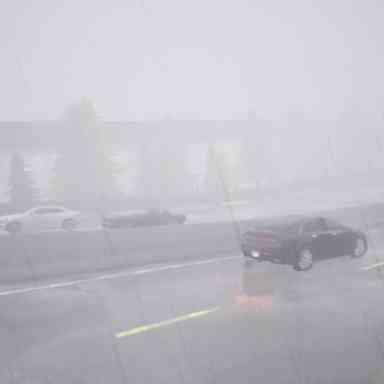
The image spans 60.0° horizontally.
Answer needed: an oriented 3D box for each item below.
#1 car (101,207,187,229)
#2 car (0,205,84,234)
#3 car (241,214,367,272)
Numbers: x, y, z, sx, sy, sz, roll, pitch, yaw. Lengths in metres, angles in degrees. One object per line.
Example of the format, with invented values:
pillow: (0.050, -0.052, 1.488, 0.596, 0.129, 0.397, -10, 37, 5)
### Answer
car: (-2.735, 1.562, 19.194, 4.718, 1.301, 1.895, -1, 0, -35)
car: (-8.695, 1.512, 19.267, 4.674, 1.442, 1.812, 0, 0, -35)
car: (3.745, 1.464, 10.717, 4.892, 1.490, 1.837, -1, 0, -36)
